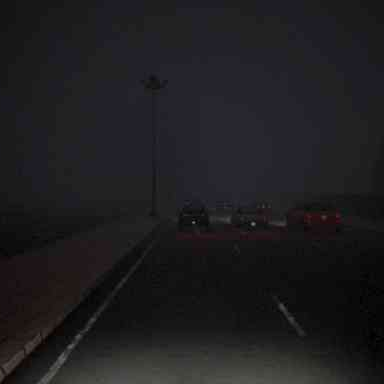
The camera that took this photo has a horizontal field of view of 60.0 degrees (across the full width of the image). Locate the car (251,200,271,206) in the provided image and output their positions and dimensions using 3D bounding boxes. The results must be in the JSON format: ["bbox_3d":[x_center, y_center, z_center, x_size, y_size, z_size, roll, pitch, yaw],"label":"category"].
[{"bbox_3d":[7.260,1.576,36.094,2.033,1.411,5.357,0,0,1],"label":"car"}]

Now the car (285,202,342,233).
[{"bbox_3d":[7.112,1.367,19.975,2.097,1.767,4.553,0,0,1],"label":"car"}]

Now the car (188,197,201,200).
[{"bbox_3d":[0.295,1.384,39.469,2.097,1.767,4.553,0,0,1],"label":"car"}]

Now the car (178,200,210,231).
[{"bbox_3d":[0.132,1.510,21.010,2.128,1.511,4.902,0,0,1],"label":"car"}]

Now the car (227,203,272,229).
[{"bbox_3d":[3.645,1.618,21.821,1.895,1.301,4.718,0,0,1],"label":"car"}]

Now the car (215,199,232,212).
[{"bbox_3d":[3.795,1.523,39.475,2.128,1.511,4.902,0,0,1],"label":"car"}]
